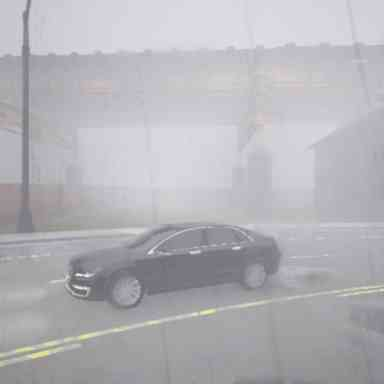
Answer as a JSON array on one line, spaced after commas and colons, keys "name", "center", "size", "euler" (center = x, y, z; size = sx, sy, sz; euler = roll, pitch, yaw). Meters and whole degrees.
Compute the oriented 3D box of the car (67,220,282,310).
[{"name": "car", "center": [-0.243, 1.433, 7.561], "size": [4.892, 1.490, 1.837], "euler": [0, 0, -25]}]
